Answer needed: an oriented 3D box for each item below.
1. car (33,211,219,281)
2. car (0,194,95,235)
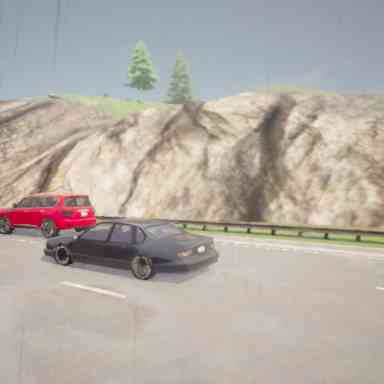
[{"bbox_3d":[-1.911,1.470,9.544,5.357,1.411,2.033,0,1,31],"label":"car"},{"bbox_3d":[-7.398,1.116,16.796,5.566,2.045,2.150,0,0,28],"label":"car"}]
